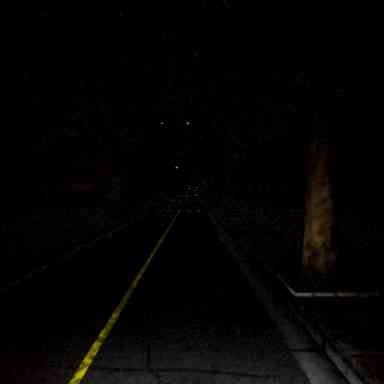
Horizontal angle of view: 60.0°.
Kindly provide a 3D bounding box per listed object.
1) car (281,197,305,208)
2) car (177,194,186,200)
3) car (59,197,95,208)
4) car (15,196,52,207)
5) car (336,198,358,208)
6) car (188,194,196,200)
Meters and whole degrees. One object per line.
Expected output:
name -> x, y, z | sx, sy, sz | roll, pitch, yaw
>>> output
car -> 13.957, 1.401, 43.713 | 4.403, 1.369, 2.008 | 0, 0, 0
car -> -2.749, 1.209, 85.117 | 2.097, 1.767, 4.553 | 0, 0, 0
car -> -15.073, 1.303, 43.541 | 4.507, 1.381, 1.887 | 0, 0, 0
car -> -20.922, 1.271, 43.507 | 4.829, 1.417, 1.752 | 0, 0, 0
car -> 19.632, 1.440, 43.747 | 4.313, 1.339, 1.947 | 0, 0, 0
car -> 0.001, 1.365, 83.415 | 1.812, 1.442, 4.674 | 0, 0, 0
